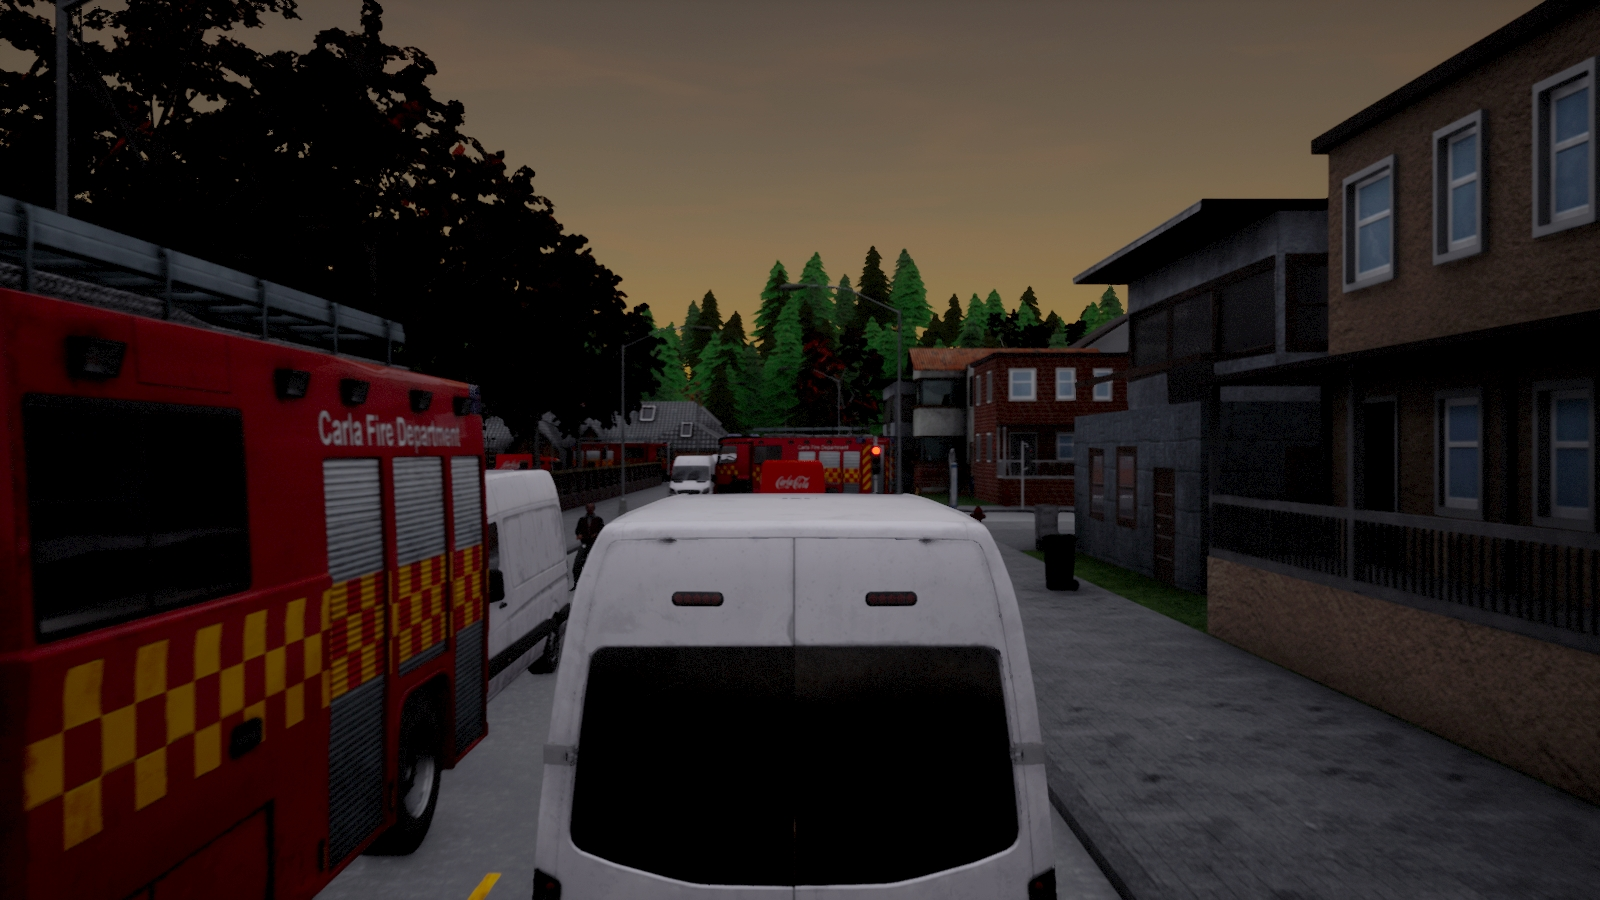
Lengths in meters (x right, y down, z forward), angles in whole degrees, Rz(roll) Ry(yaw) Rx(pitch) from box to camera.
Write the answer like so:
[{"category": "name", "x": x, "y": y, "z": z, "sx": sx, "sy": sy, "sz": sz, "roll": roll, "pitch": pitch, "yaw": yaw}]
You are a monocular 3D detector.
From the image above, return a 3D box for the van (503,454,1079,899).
[{"category": "van", "x": -0.040, "y": 1.314, "z": 6.900, "sx": 1.988, "sy": 2.561, "sz": 5.915, "roll": 0, "pitch": 0, "yaw": 0}]

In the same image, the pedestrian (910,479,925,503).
[{"category": "pedestrian", "x": 5.475, "y": 1.896, "z": 53.210, "sx": 0.500, "sy": 1.100, "sz": 0.500, "roll": 0, "pitch": 0, "yaw": 32}]

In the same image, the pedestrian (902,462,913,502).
[{"category": "pedestrian", "x": 5.088, "y": 1.516, "z": 54.232, "sx": 0.375, "sy": 1.860, "sz": 0.375, "roll": 0, "pitch": 0, "yaw": -27}]

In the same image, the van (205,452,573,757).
[{"category": "van", "x": -4.062, "y": 1.314, "z": 12.628, "sx": 1.988, "sy": 2.561, "sz": 5.915, "roll": 0, "pitch": 0, "yaw": -1}]

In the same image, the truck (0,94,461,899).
[{"category": "truck", "x": -4.248, "y": 0.670, "z": 5.304, "sx": 2.891, "sy": 3.827, "sz": 8.468, "roll": 0, "pitch": 0, "yaw": 0}]

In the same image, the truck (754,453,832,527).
[{"category": "truck", "x": -0.262, "y": 1.353, "z": 41.222, "sx": 2.627, "sy": 2.467, "sz": 5.204, "roll": 0, "pitch": 0, "yaw": 0}]

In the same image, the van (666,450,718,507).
[{"category": "van", "x": -5.061, "y": 1.322, "z": 54.360, "sx": 1.988, "sy": 2.561, "sz": 5.915, "roll": 0, "pitch": -1, "yaw": -1}]

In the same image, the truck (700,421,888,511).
[{"category": "truck", "x": -0.373, "y": 0.670, "z": 52.191, "sx": 8.468, "sy": 3.827, "sz": 2.891, "roll": 0, "pitch": 0, "yaw": 36}]
